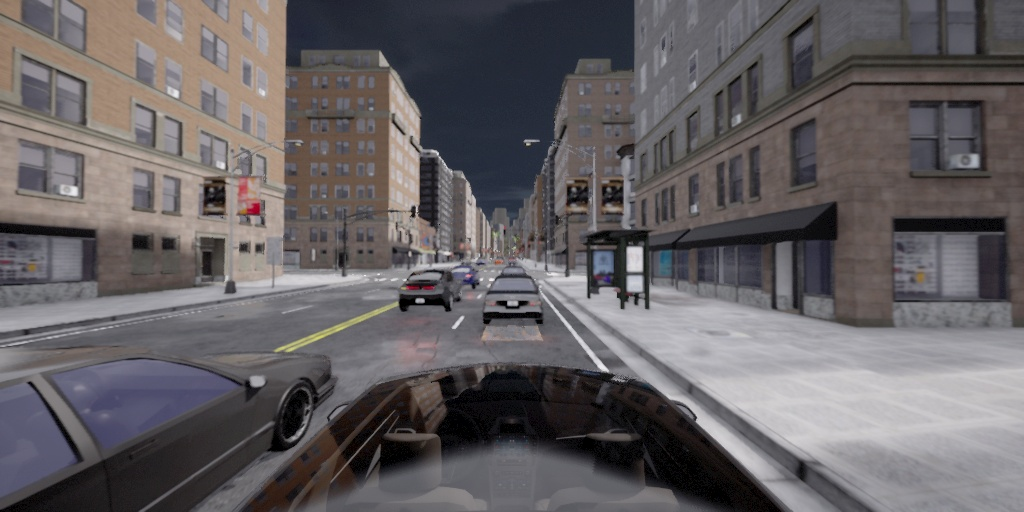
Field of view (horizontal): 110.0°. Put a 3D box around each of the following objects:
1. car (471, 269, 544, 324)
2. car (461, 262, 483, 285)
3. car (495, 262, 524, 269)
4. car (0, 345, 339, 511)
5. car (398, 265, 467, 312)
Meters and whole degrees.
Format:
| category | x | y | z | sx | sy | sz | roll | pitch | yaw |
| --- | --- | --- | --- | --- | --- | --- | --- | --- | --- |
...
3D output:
| category | x | y | z | sx | sy | sz | roll | pitch | yaw |
| --- | --- | --- | --- | --- | --- | --- | --- | --- | --- |
| car | 0.072 | 1.321 | 12.127 | 2.033 | 1.411 | 5.357 | 0 | 0 | 1 |
| car | -3.153 | 1.327 | 23.537 | 1.812 | 1.442 | 4.674 | 0 | 0 | 0 |
| car | 0.089 | 1.348 | 23.216 | 2.033 | 1.411 | 5.357 | 0 | 0 | 0 |
| car | -3.152 | 1.297 | 2.112 | 2.033 | 1.411 | 5.357 | 0 | 0 | 0 |
| car | -3.138 | 1.283 | 14.499 | 1.837 | 1.490 | 4.892 | 0 | 0 | -1 |
